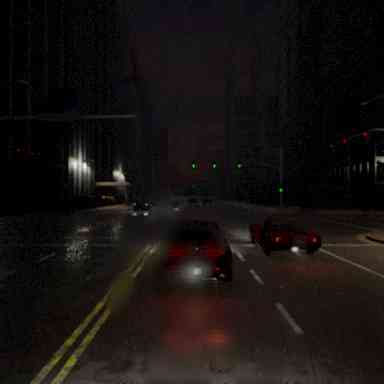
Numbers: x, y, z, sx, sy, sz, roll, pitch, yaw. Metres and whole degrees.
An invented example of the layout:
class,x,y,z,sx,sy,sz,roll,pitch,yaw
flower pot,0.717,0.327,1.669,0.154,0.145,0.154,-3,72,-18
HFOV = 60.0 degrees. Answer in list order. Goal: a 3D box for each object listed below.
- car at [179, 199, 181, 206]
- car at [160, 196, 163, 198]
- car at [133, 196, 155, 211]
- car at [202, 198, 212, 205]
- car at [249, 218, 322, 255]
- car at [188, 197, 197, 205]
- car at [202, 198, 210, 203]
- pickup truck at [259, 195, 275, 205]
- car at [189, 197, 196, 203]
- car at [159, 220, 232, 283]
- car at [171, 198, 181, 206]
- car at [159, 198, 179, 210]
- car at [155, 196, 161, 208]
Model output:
class,x,y,z,sx,sy,sz,roll,pitch,yaw
car,-3.454,2.112,60.803,1.895,1.301,4.718,0,0,1
car,-6.890,1.795,68.098,2.150,2.045,5.566,0,0,0
car,-7.013,1.752,47.537,2.097,1.767,4.553,0,0,0
car,3.626,2.134,77.921,1.882,1.535,5.008,0,0,0
car,3.613,1.719,13.849,1.895,1.301,4.718,0,0,0
car,0.125,2.140,77.600,1.837,1.490,4.892,0,0,0
car,3.642,2.294,88.083,1.994,1.385,4.181,0,0,0
pickup truck,16.740,1.677,73.408,2.390,2.098,6.274,0,-1,31
car,0.142,2.117,87.985,1.994,1.385,4.181,0,0,0
car,0.095,1.589,9.943,1.837,1.490,4.892,0,0,0
car,-3.386,2.074,70.925,1.882,1.535,5.008,0,0,0
car,-3.497,1.998,51.515,1.994,1.385,4.181,0,0,0
car,-6.978,1.990,57.689,1.837,1.490,4.892,0,0,0
